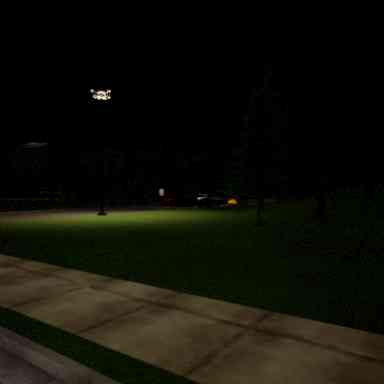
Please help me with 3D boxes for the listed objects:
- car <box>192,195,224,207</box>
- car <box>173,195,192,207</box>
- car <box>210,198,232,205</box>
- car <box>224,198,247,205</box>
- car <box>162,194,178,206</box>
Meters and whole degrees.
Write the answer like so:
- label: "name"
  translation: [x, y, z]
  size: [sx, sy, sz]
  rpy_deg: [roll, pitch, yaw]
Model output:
- label: "car"
  translation: [2.579, 1.623, 53.147]
  size: [1.882, 1.535, 5.008]
  rpy_deg: [0, 0, 37]
- label: "car"
  translation: [-0.459, 1.668, 54.929]
  size: [1.837, 1.490, 4.892]
  rpy_deg: [0, 0, 37]
- label: "car"
  translation: [5.596, 1.764, 63.290]
  size: [1.895, 1.301, 4.718]
  rpy_deg: [0, 0, 36]
- label: "car"
  translation: [8.404, 1.623, 61.202]
  size: [1.882, 1.535, 5.008]
  rpy_deg: [0, 0, 36]
- label: "car"
  translation: [-2.971, 1.402, 57.412]
  size: [2.150, 2.045, 5.566]
  rpy_deg: [0, 0, 36]
